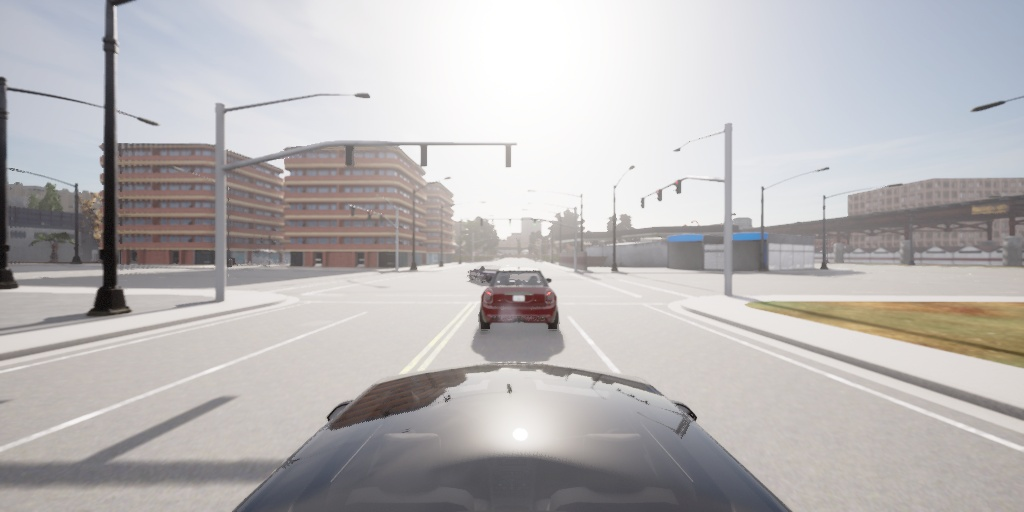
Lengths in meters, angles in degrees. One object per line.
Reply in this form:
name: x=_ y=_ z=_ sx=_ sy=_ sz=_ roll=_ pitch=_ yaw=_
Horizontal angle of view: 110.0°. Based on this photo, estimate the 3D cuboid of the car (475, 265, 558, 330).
car: x=0.209 y=1.102 z=11.304 sx=2.097 sy=1.767 sz=4.553 roll=0 pitch=0 yaw=1

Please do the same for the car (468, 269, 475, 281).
car: x=-1.906 y=1.315 z=27.032 sx=1.895 sy=1.301 sz=4.718 roll=0 pitch=0 yaw=-22
